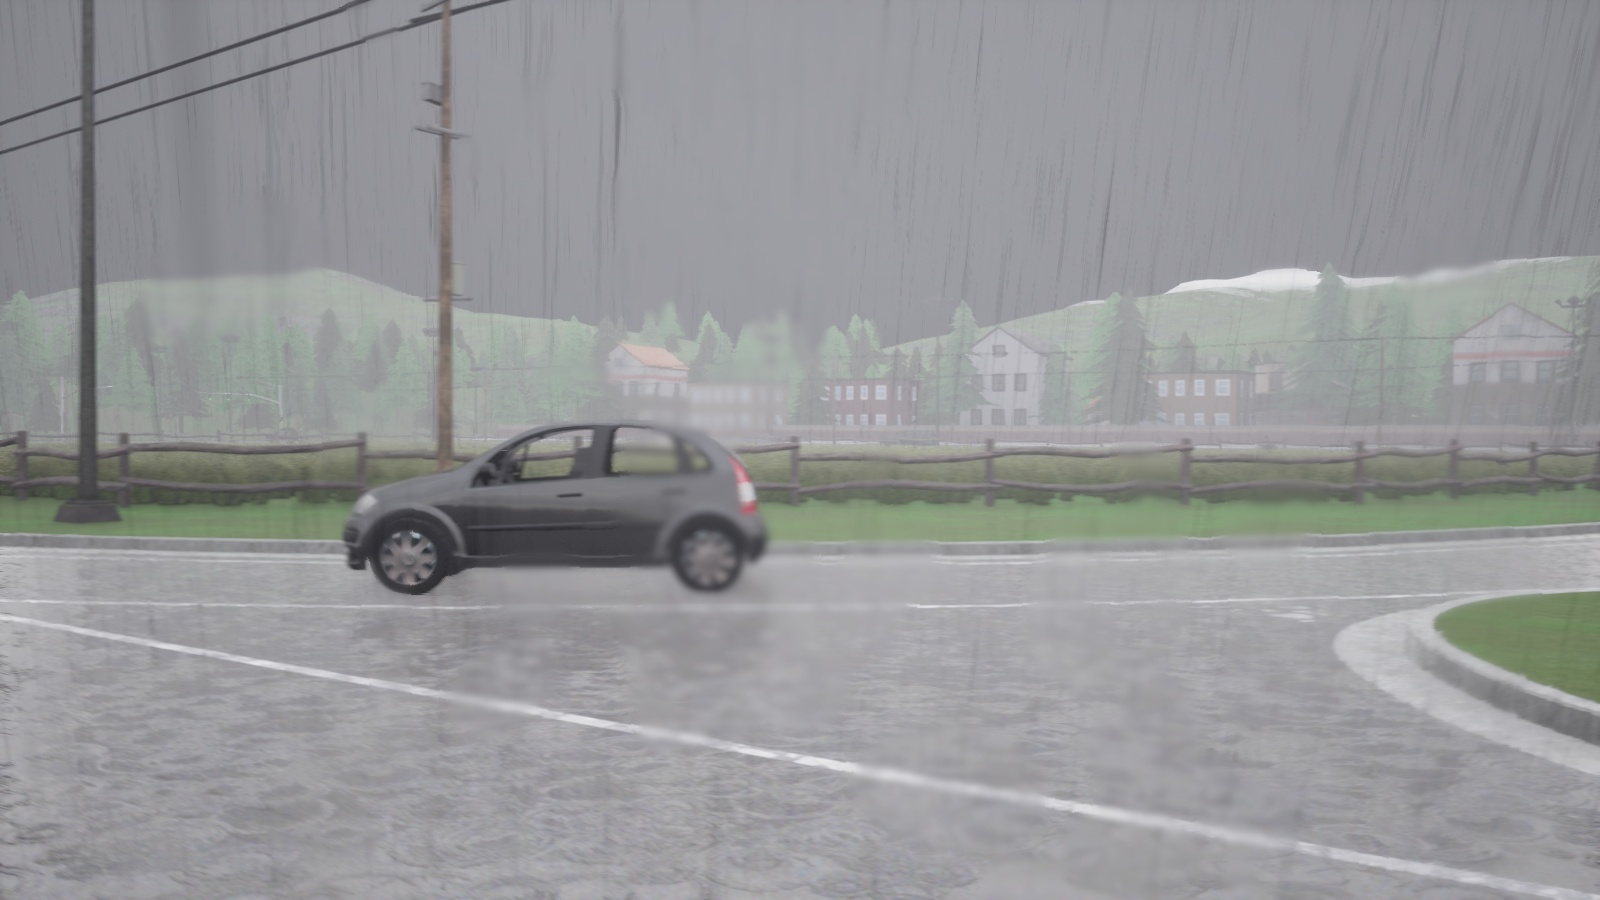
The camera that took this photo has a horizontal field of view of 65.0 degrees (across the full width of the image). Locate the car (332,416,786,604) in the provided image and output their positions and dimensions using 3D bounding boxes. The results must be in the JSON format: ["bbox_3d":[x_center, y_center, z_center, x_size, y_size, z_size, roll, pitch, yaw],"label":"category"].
[{"bbox_3d":[-2.197,0.509,12.131,3.988,1.617,1.851,-1,1,-5],"label":"car"}]
